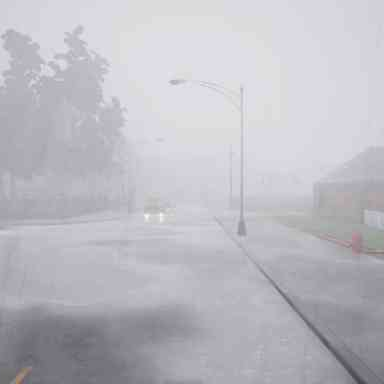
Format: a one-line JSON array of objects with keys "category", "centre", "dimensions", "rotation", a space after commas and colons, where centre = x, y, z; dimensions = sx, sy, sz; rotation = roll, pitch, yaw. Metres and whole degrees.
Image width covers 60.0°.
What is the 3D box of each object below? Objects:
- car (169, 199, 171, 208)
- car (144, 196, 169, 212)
[{"category": "car", "centre": [-4.175, 1.347, 48.151], "dimensions": [2.097, 1.767, 4.553], "rotation": [0, 0, 0]}, {"category": "car", "centre": [-4.175, 1.348, 37.899], "dimensions": [2.097, 1.767, 4.553], "rotation": [0, 0, 0]}]
